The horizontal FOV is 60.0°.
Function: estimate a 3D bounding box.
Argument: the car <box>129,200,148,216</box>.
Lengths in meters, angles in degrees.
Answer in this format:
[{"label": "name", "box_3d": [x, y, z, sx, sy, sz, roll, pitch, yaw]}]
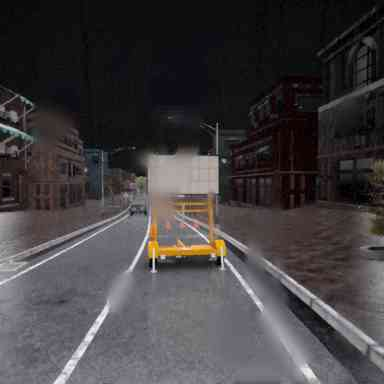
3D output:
[{"label": "car", "box_3d": [-7.147, 2.113, 44.753, 2.150, 2.045, 5.566, 0, -1, -7]}]

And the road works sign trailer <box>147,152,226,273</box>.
[{"label": "road works sign trailer", "box_3d": [-0.299, 0.497, 10.941, 2.380, 3.560, 2.880, 0, -1, -9]}]
